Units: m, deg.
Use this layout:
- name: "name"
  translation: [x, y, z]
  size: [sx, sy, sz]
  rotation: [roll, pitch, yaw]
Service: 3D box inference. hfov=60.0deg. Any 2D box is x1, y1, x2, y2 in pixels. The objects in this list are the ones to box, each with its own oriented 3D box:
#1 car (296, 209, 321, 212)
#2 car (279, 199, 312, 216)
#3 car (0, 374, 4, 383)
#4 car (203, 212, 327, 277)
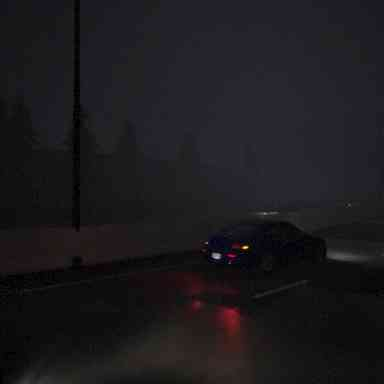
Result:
- name: "car"
  translation: [10.751, 1.637, 29.478]
  size: [1.812, 1.442, 4.674]
  rotation: [0, 0, 38]
- name: "car"
  translation: [11.249, 1.607, 35.954]
  size: [1.882, 1.535, 5.008]
  rotation: [0, 0, 36]
- name: "car"
  translation: [-3.405, 1.345, 1.521]
  size: [4.553, 1.767, 2.097]
  rotation: [0, 0, -35]
- name: "car"
  translation: [2.400, 1.560, 10.426]
  size: [4.674, 1.442, 1.812]
  rotation: [0, 0, -41]
